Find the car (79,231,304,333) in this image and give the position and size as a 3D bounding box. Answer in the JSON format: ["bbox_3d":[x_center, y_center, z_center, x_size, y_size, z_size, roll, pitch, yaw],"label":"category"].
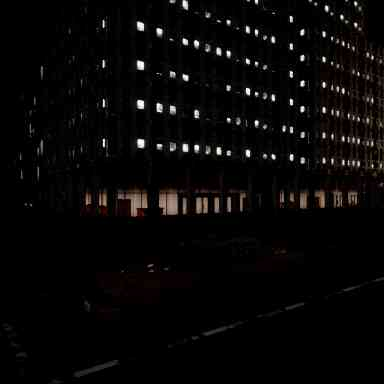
[{"bbox_3d":[0.275,1.525,6.757,4.829,1.417,1.752,0,0,-36],"label":"car"}]
